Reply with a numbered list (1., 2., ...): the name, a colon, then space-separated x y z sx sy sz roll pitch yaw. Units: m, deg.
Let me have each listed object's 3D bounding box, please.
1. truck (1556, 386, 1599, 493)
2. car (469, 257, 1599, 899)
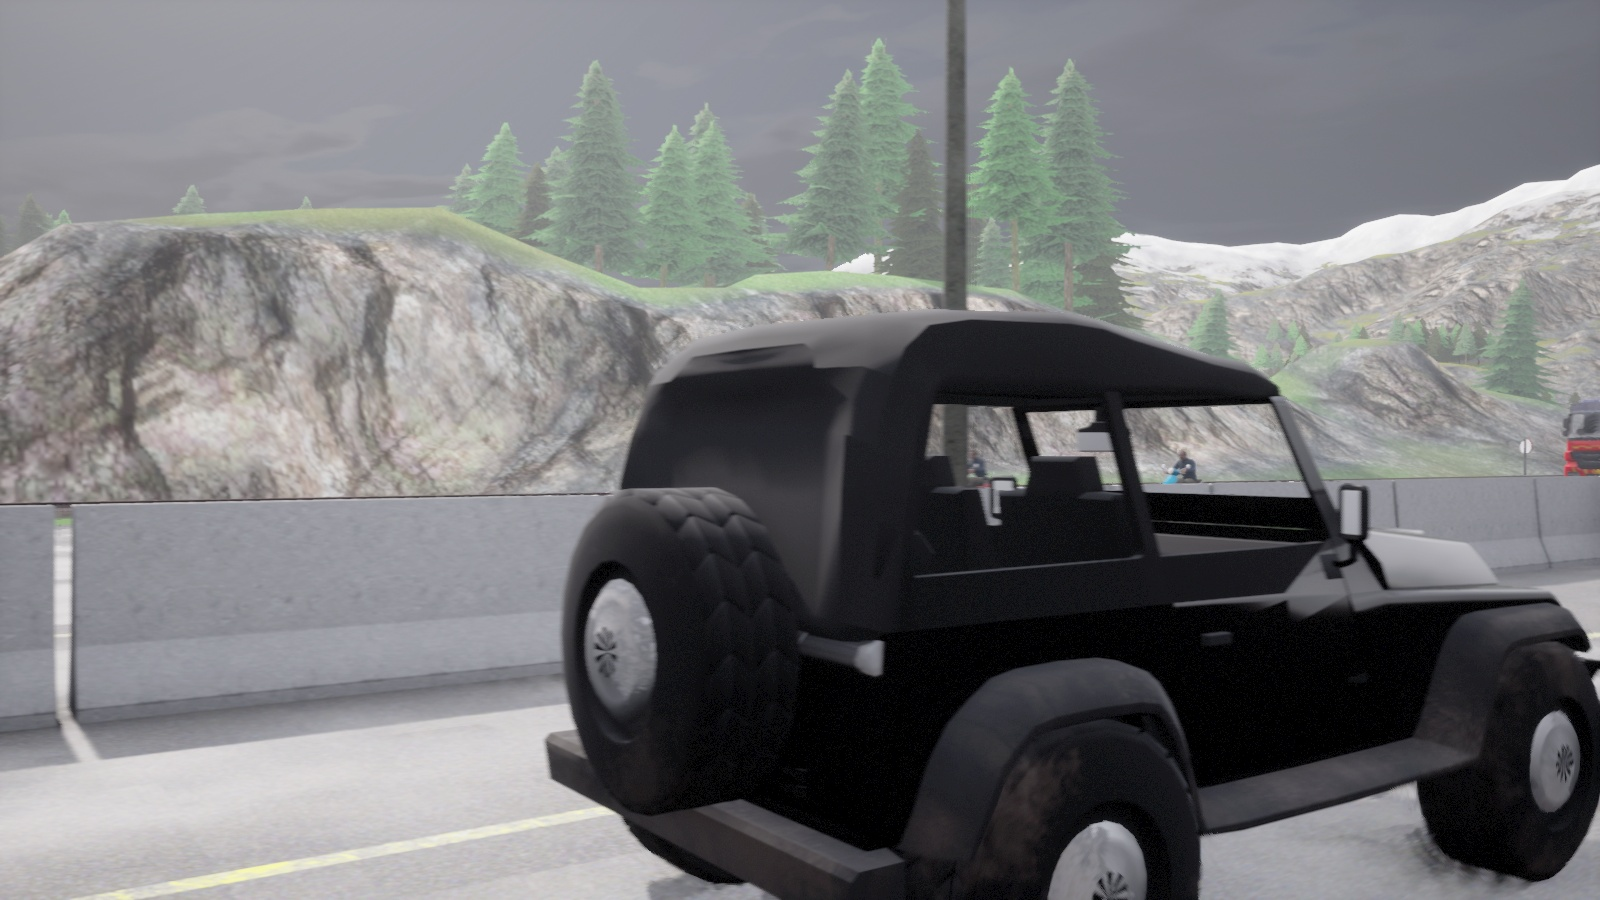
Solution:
1. truck: 32.044 -0.372 47.279 8.468 3.827 2.891 0 0 -34
2. car: 1.060 0.550 4.398 3.866 1.878 1.905 0 0 -35
